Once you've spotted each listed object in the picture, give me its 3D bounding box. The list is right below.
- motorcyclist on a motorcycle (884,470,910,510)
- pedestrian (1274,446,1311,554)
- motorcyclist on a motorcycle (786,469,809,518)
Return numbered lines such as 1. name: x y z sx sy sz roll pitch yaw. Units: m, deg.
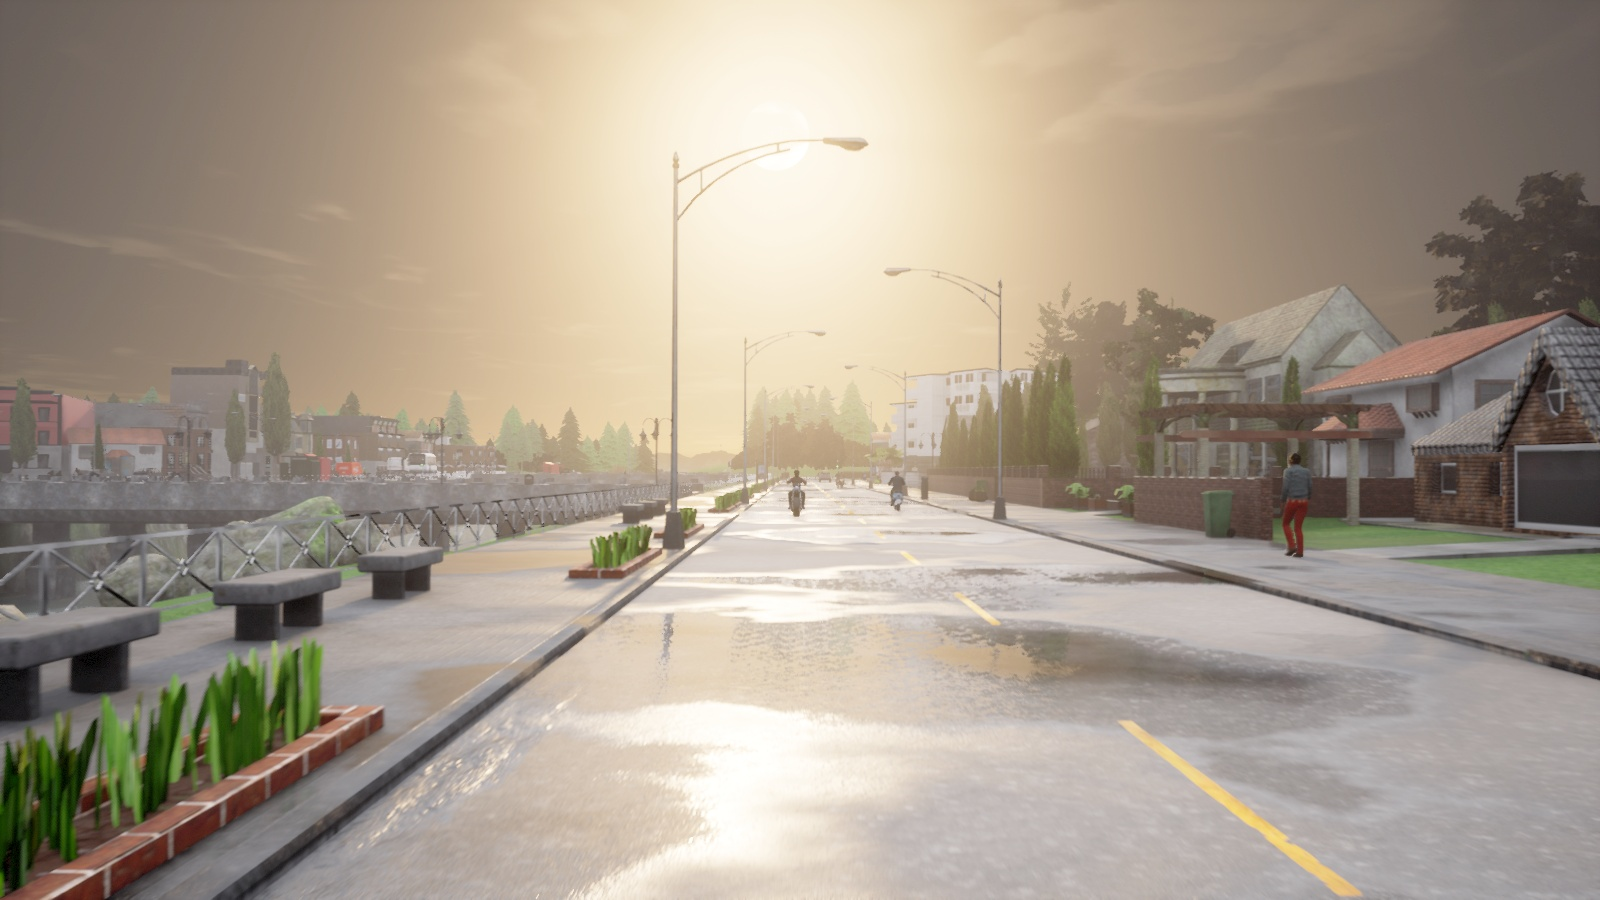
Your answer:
1. motorcyclist on a motorcycle: 3.882 1.596 50.378 0.866 1.590 1.817 0 -1 0
2. pedestrian: 8.545 0.855 21.806 0.353 1.847 0.614 0 -1 -5
3. motorcyclist on a motorcycle: -0.103 1.493 43.483 0.766 1.649 2.350 0 -1 0
